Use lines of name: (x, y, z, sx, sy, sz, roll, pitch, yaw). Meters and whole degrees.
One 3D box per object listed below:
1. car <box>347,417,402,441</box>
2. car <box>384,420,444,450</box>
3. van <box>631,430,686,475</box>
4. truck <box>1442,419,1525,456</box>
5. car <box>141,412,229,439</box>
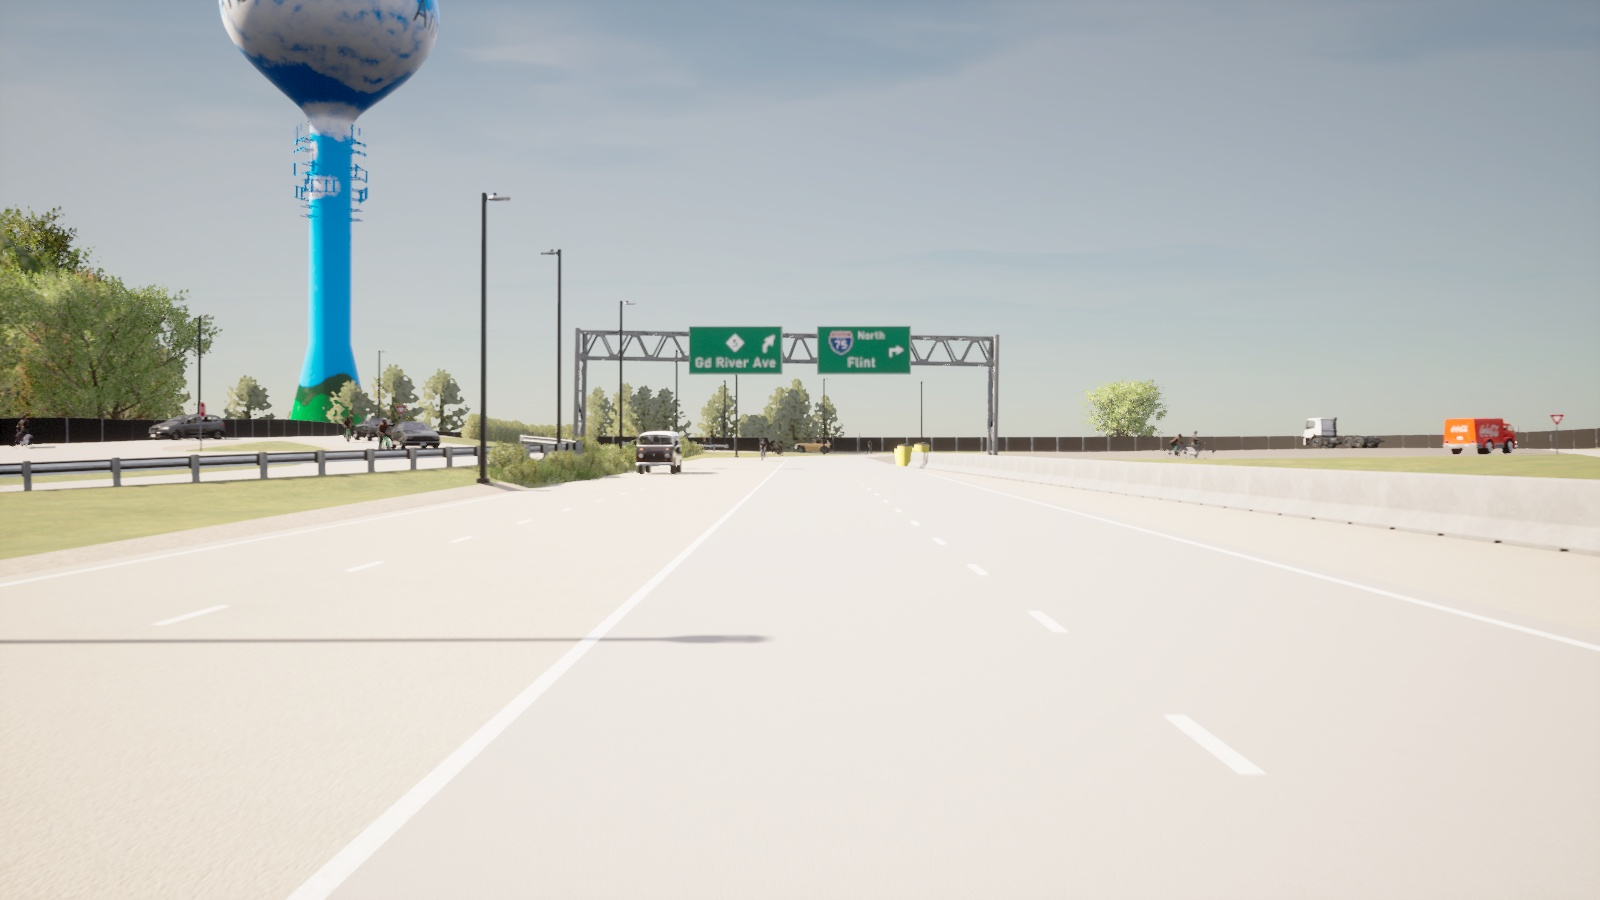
car: (-28.375, -1.439, 83.665, 2.128, 1.511, 4.902, 0, 2, -35)
car: (-19.677, -0.775, 63.896, 2.033, 1.411, 5.357, 0, 2, -27)
van: (-6.646, 0.097, 59.352, 2.069, 2.038, 4.480, 0, 0, 0)
truck: (46.663, -0.878, 85.744, 5.204, 2.467, 2.627, -1, 0, -30)
car: (-39.535, -1.596, 80.790, 2.242, 1.667, 4.611, 1, 2, 30)
